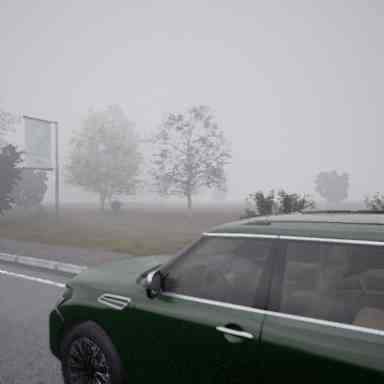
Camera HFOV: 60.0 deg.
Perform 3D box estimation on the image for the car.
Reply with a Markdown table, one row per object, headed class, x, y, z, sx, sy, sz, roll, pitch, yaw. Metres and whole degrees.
| class | x | y | z | sx | sy | sz | roll | pitch | yaw |
| --- | --- | --- | --- | --- | --- | --- | --- | --- | --- |
| car | 0.987 | 1.214 | 3.188 | 5.566 | 2.045 | 2.150 | 0 | 0 | 35 |
